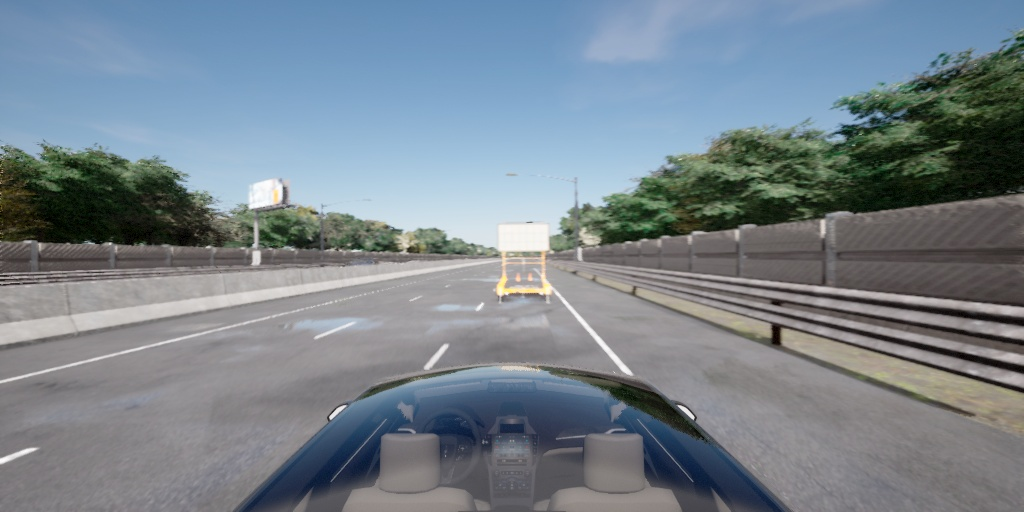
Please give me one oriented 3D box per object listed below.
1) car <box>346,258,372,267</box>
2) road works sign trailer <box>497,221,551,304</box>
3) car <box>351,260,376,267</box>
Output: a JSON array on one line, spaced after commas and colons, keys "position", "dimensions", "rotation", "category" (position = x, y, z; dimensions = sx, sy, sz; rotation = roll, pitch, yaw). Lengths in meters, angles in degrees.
[{"position": [-22.734, 1.358, 53.959], "dimensions": [2.150, 2.045, 5.566], "rotation": [-1, 0, 2], "category": "car"}, {"position": [0.557, 0.213, 16.501], "dimensions": [2.380, 3.560, 2.880], "rotation": [0, 0, 2], "category": "road works sign trailer"}, {"position": [-19.442, 1.624, 48.360], "dimensions": [1.994, 1.385, 4.181], "rotation": [-1, 0, 2], "category": "car"}]
